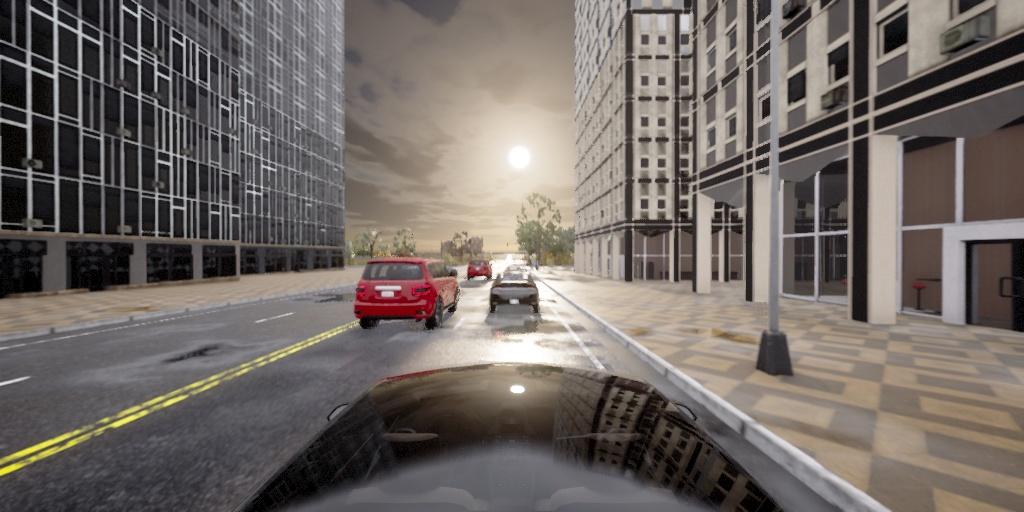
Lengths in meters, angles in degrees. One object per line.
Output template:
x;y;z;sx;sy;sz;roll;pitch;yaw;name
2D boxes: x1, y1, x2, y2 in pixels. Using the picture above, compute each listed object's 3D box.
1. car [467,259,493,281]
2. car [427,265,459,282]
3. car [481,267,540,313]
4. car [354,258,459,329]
-3.146;1.325;35.661;2.150;2.045;5.566;0;-1;0;car
-6.591;1.641;34.771;2.033;1.411;5.357;0;-1;0;car
0.091;1.380;14.840;2.128;1.511;4.902;0;-1;0;car
-3.169;1.080;11.860;2.150;2.045;5.566;0;0;0;car
